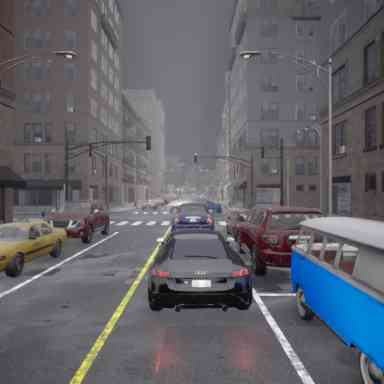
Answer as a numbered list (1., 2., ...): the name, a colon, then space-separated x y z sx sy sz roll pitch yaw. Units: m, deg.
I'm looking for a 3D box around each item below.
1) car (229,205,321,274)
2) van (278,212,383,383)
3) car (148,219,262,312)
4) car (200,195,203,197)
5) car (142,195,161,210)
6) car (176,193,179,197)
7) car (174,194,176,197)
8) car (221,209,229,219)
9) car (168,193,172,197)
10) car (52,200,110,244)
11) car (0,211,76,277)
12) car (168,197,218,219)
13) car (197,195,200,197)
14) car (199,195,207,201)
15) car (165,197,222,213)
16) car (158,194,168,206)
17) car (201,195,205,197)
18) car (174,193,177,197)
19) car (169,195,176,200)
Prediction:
1. car: 2.643 1.314 10.407 2.192 1.841 5.009 0 0 0
2. van: 2.640 1.341 4.729 1.690 1.788 3.998 0 0 0
3. car: 0.101 1.564 7.799 1.994 1.385 4.181 0 0 -2
4. car: 2.661 1.547 54.058 2.008 1.369 4.403 0 0 0
5. car: -5.397 1.521 42.928 1.752 1.417 4.829 0 0 0
6. car: -5.362 1.312 86.954 2.192 1.841 5.009 0 0 0
7. car: -5.371 1.548 75.990 2.008 1.369 4.403 0 0 0
8. car: 2.645 1.581 16.086 1.802 1.307 4.206 0 0 0
9. car: -5.384 1.311 59.544 2.192 1.841 5.009 0 0 0
10. car: -5.393 1.314 16.091 2.192 1.841 5.009 0 0 0
11. car: -5.395 1.525 10.242 1.752 1.417 4.829 0 0 0
12. car: 0.057 1.351 17.855 2.097 1.767 4.553 0 0 0
13. car: 2.668 1.547 70.504 2.008 1.369 4.403 0 0 0
14. car: 2.673 1.437 81.468 1.967 1.590 4.097 0 0 0
15. car: 0.309 1.468 31.225 5.008 1.535 1.882 0 0 0
16. car: -5.389 1.522 53.892 1.752 1.417 4.829 0 0 0
17. car: 2.659 1.541 48.576 1.887 1.381 4.507 0 0 0
18. car: -5.367 1.563 81.472 1.947 1.339 4.313 0 0 0
19. car: -5.359 1.523 92.266 1.752 1.417 4.829 0 0 0
